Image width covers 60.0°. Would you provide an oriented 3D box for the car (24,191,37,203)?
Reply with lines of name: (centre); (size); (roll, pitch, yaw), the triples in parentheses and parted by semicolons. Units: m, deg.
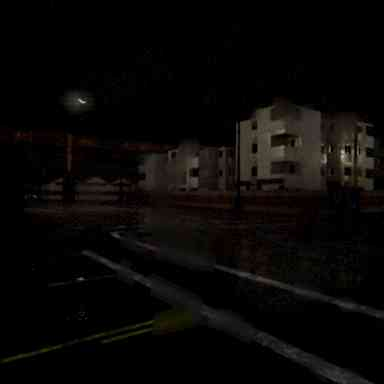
car: (-21.770, 0.518, 41.652); (4.553, 1.767, 2.097); (1, 0, 20)
